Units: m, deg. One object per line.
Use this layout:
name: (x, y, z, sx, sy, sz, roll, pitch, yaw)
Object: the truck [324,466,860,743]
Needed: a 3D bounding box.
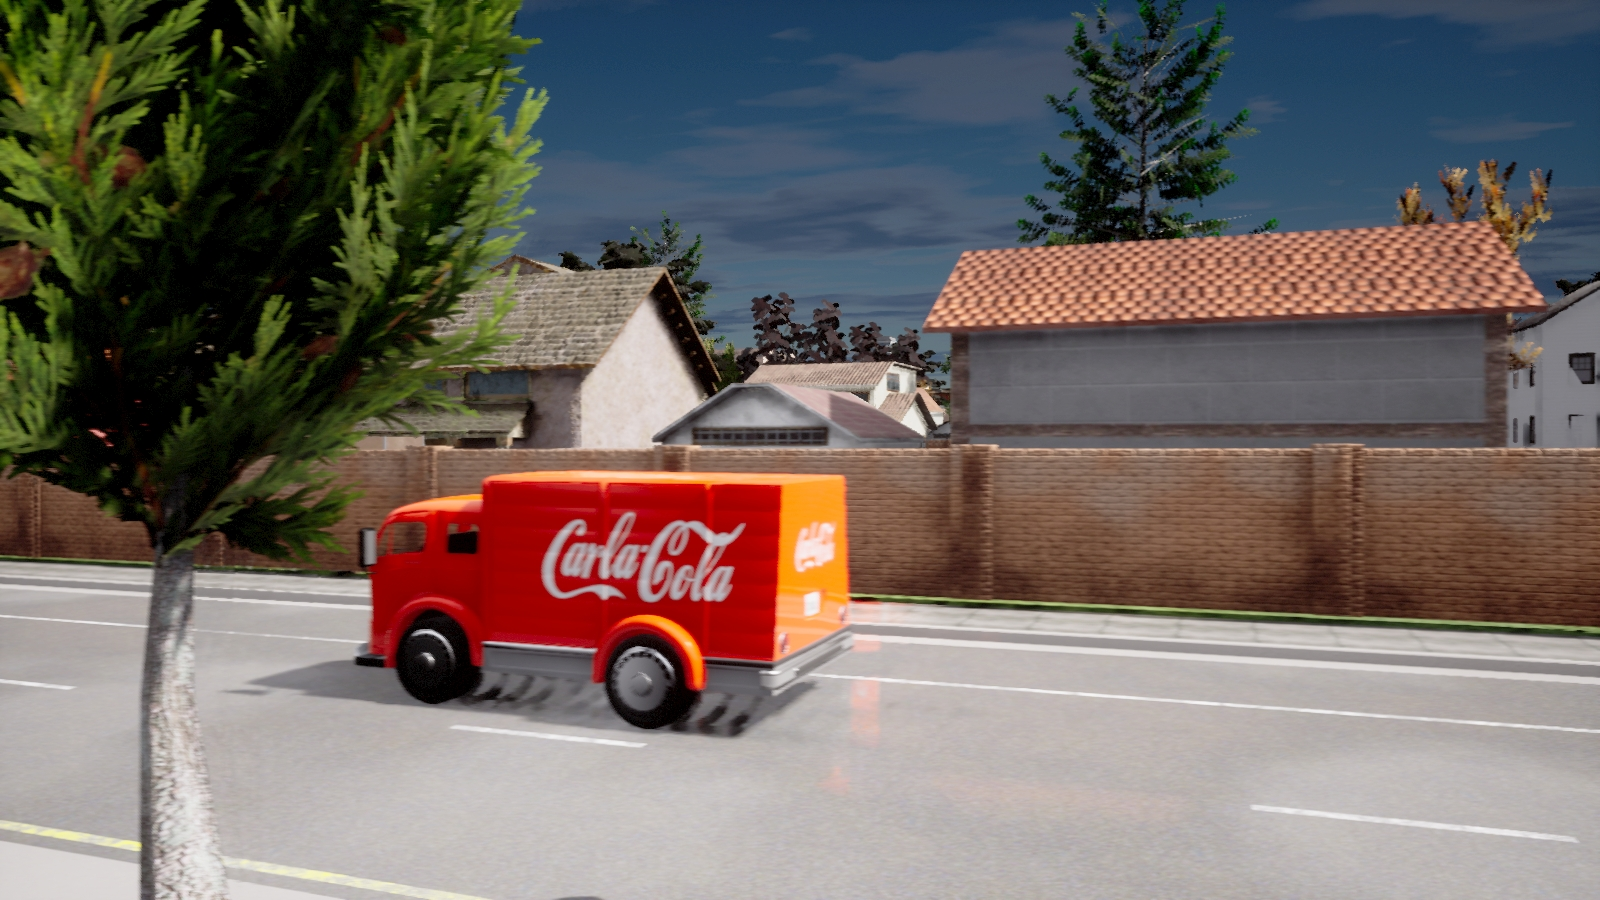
truck: (-2.221, 1.453, 12.632, 5.204, 2.467, 2.627, 0, 1, 20)
